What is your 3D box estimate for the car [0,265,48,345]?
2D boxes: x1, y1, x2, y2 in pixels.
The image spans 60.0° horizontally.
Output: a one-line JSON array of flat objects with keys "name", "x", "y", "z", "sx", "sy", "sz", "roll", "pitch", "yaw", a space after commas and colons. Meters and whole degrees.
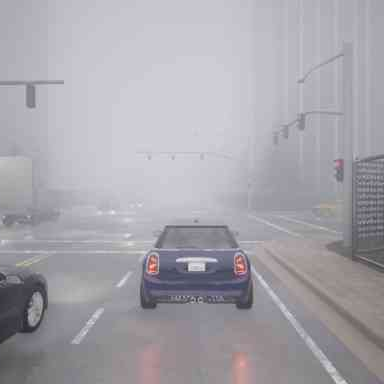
[{"name": "car", "x": -3.431, "y": 1.505, "z": 3.903, "sx": 1.837, "sy": 1.490, "sz": 4.892, "roll": 0, "pitch": 0, "yaw": 0}]

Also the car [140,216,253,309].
[{"name": "car", "x": 0.096, "y": 1.352, "z": 8.028, "sx": 2.097, "sy": 1.767, "sz": 4.553, "roll": 0, "pitch": 0, "yaw": 0}]

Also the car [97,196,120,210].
[{"name": "car", "x": -10.509, "y": 1.353, "z": 42.069, "sx": 2.097, "sy": 1.767, "sz": 4.553, "roll": 0, "pitch": 0, "yaw": 0}]

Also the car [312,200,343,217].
[{"name": "car", "x": 13.330, "y": 1.422, "z": 29.747, "sx": 5.008, "sy": 1.535, "sz": 1.882, "roll": 0, "pitch": 0, "yaw": 0}]

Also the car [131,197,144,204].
[{"name": "car", "x": -10.399, "y": 1.601, "z": 63.742, "sx": 1.895, "sy": 1.301, "sz": 4.718, "roll": 0, "pitch": 0, "yaw": 1}]

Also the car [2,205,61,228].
[{"name": "car", "x": -10.552, "y": 1.568, "z": 22.181, "sx": 1.895, "sy": 1.301, "sz": 4.718, "roll": 0, "pitch": 0, "yaw": 0}]
